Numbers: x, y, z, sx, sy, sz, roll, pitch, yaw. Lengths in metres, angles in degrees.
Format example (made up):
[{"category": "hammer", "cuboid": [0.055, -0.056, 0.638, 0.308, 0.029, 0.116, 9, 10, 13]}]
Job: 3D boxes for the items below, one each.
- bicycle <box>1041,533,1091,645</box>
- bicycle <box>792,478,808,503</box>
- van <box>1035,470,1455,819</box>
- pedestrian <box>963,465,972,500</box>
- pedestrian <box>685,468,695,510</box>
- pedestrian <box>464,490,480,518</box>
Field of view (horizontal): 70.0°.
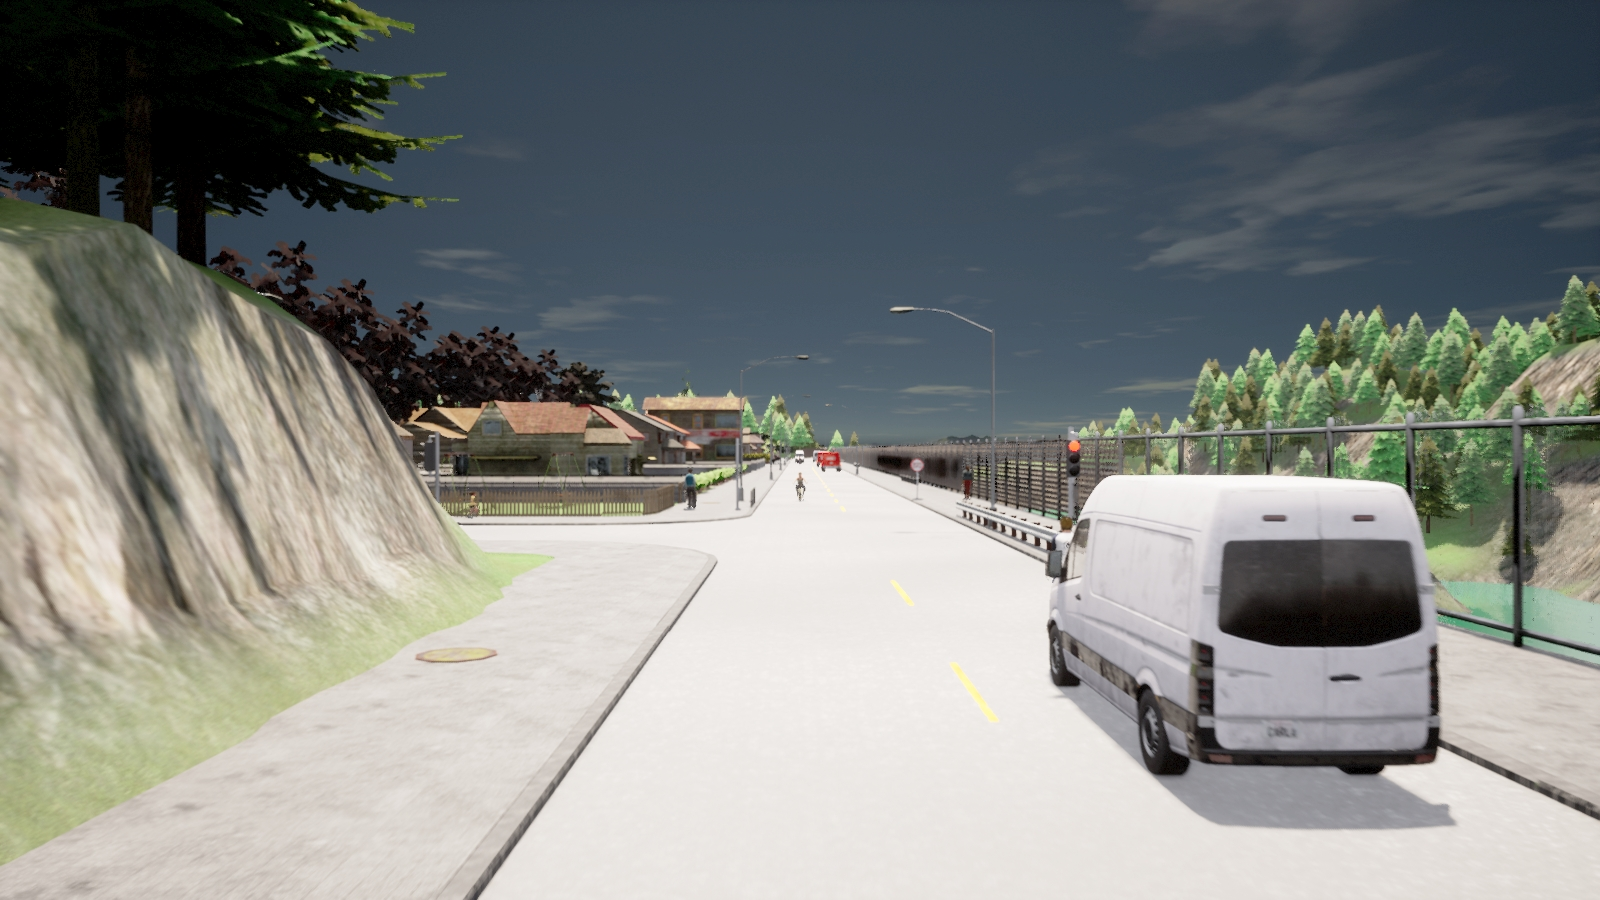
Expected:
[{"category": "bicycle", "cuboid": [3.996, 2.052, 17.240, 0.373, 1.496, 1.643, 0, 0, 0]}, {"category": "bicycle", "cuboid": [0.015, 2.146, 61.340, 0.859, 1.276, 1.487, 0, 0, 0]}, {"category": "van", "cuboid": [4.004, 1.532, 11.674, 1.988, 2.561, 5.915, 0, 0, 0]}, {"category": "pedestrian", "cuboid": [8.998, 1.731, 61.409, 0.375, 1.860, 0.375, 0, 0, -4]}, {"category": "pedestrian", "cuboid": [-4.919, 1.736, 51.147, 0.375, 1.860, 0.375, 0, 0, 7]}, {"category": "pedestrian", "cuboid": [-12.890, 2.117, 44.913, 0.500, 1.100, 0.500, 0, 0, -3]}]
